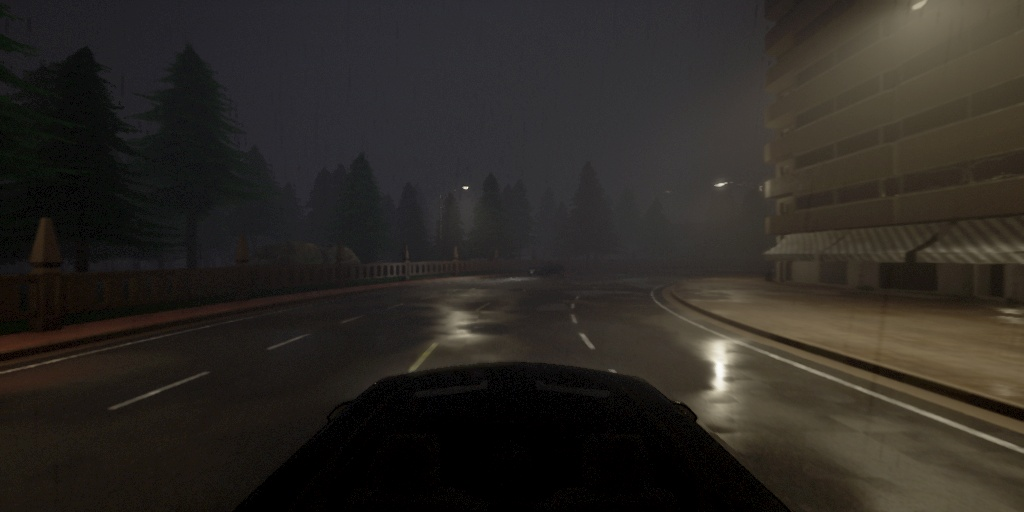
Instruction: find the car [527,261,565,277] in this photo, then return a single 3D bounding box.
[{"bbox_3d":[3.402,1.275,35.504,2.128,1.511,4.902,0,0,40],"label":"car"}]
